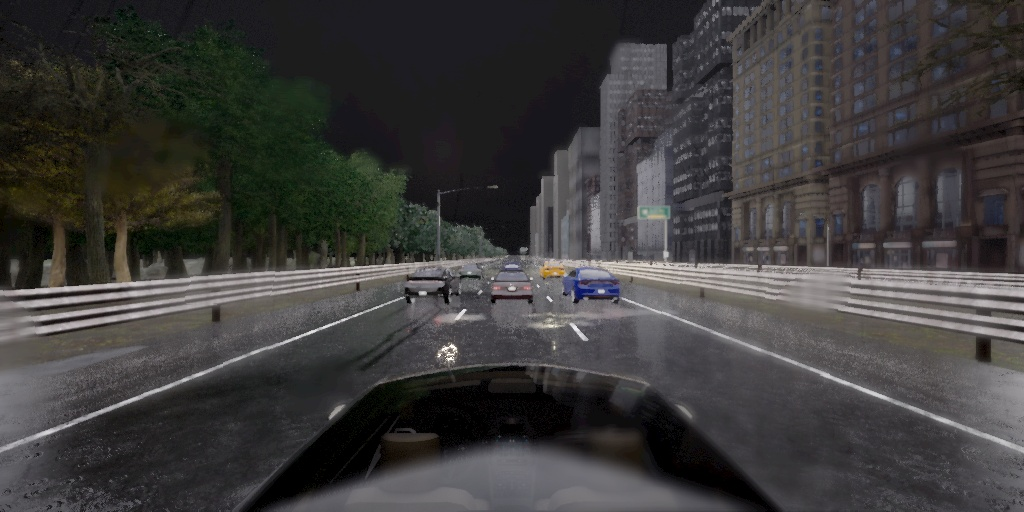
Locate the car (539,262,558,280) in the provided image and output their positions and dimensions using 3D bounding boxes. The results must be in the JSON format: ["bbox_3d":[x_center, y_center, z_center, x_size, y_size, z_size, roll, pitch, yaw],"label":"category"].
[{"bbox_3d":[3.501,1.262,31.502,1.882,1.535,5.008,0,0,0],"label":"car"}]

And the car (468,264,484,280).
[{"bbox_3d":[-3.500,1.349,31.502,1.994,1.385,4.181,0,0,0],"label":"car"}]

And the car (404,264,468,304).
[{"bbox_3d":[-3.500,1.251,16.501,2.128,1.511,4.902,0,0,0],"label":"car"}]

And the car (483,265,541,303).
[{"bbox_3d":[0.001,1.319,16.501,2.033,1.411,5.357,0,0,0],"label":"car"}]

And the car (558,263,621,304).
[{"bbox_3d":[3.500,1.241,16.501,1.882,1.535,5.008,0,0,0],"label":"car"}]

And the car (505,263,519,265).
[{"bbox_3d":[0.000,1.310,31.502,1.812,1.442,4.674,0,0,0],"label":"car"}]
